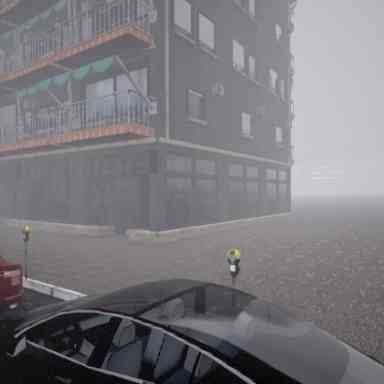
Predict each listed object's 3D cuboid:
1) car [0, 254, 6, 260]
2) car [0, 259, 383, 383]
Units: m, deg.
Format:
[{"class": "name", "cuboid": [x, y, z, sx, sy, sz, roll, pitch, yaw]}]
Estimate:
[{"class": "car", "cuboid": [-5.081, 1.545, 6.480, 4.507, 1.381, 1.887, 0, 0, 35]}, {"class": "car", "cuboid": [-0.486, 1.566, 3.216, 4.313, 1.339, 1.947, 0, 0, 35]}]
